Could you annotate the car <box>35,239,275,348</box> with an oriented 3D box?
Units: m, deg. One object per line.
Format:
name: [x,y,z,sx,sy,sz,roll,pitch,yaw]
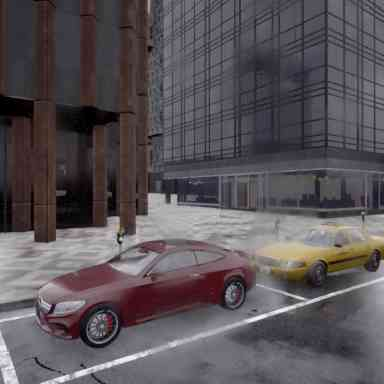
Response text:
car: [-0.606,1.582,6.211,4.206,1.307,1.802,0,0,-35]

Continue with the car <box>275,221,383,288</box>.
car: [3.687,1.525,9.263,4.829,1.417,1.752,0,0,-35]
